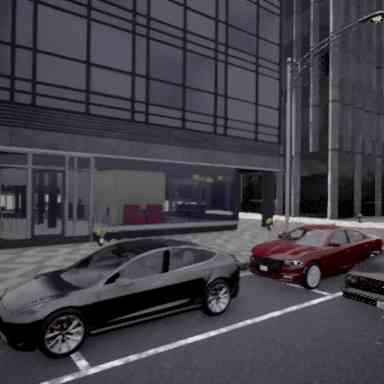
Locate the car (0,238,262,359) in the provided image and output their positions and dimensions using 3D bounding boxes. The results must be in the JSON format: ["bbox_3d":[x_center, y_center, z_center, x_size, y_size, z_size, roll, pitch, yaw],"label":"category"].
[{"bbox_3d":[-1.019,1.582,6.029,4.313,1.339,1.947,0,0,-35],"label":"car"}]

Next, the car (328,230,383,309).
[{"bbox_3d":[5.520,1.601,7.316,5.357,1.411,2.033,0,0,-36],"label":"car"}]

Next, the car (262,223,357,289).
[{"bbox_3d":[3.560,1.596,9.295,4.507,1.381,1.887,0,0,-35],"label":"car"}]
